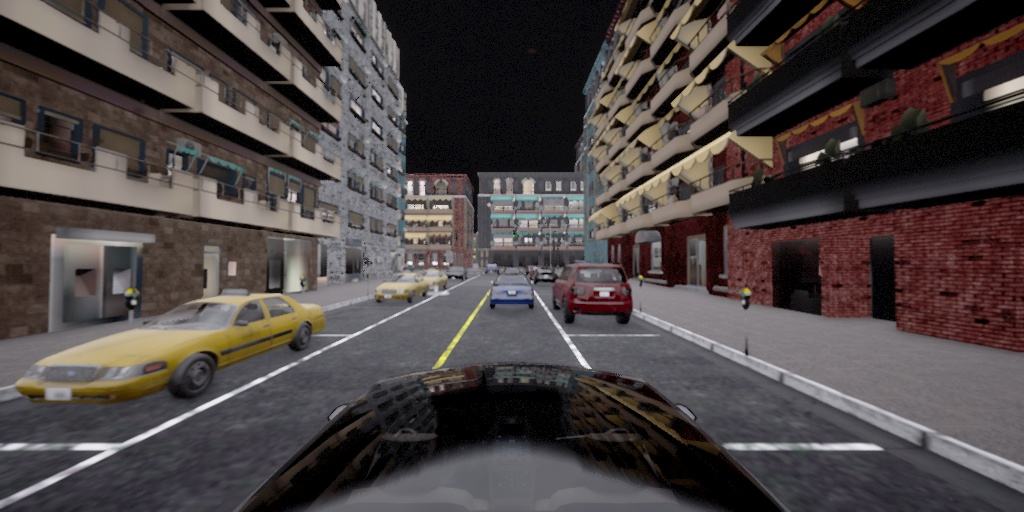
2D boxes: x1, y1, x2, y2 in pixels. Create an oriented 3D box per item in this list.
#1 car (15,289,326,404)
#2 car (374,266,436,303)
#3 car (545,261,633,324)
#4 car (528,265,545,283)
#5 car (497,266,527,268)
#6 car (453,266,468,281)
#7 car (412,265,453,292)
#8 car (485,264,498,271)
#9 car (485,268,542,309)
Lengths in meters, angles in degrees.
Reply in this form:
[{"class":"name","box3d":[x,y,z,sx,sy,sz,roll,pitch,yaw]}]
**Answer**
[{"class":"car","box3d":[-5.321,1.323,6.607,1.751,1.417,4.829,0,0,0]},{"class":"car","box3d":[-5.309,1.432,17.734,1.751,1.417,4.829,0,0,0]},{"class":"car","box3d":[2.563,1.166,12.369,2.192,1.841,5.009,0,0,0]},{"class":"car","box3d":[2.559,1.587,29.058,1.948,1.339,4.313,0,0,0]},{"class":"car","box3d":[-0.001,1.608,31.151,1.994,1.385,4.181,0,-1,0]},{"class":"car","box3d":[-5.290,1.647,34.596,1.948,1.339,4.313,0,0,0]},{"class":"car","box3d":[-5.301,1.488,23.297,1.751,1.417,4.829,0,0,0]},{"class":"car","box3d":[-2.768,1.784,50.478,1.812,1.442,4.674,0,-1,0]},{"class":"car","box3d":[-0.003,1.433,15.850,2.033,1.411,5.357,0,-1,0]}]
